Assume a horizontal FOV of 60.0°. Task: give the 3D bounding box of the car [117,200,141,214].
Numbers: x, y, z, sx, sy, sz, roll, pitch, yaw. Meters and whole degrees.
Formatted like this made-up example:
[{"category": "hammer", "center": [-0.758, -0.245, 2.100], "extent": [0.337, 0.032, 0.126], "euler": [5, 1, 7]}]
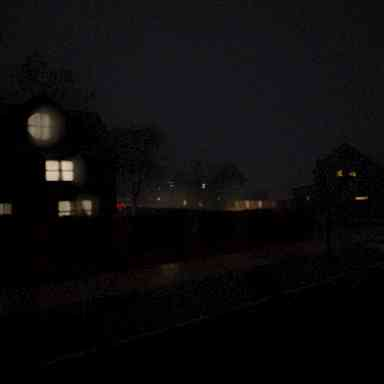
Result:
[{"category": "car", "center": [-9.473, 2.184, 49.278], "extent": [2.150, 2.045, 5.566], "euler": [-2, -1, -32]}]
